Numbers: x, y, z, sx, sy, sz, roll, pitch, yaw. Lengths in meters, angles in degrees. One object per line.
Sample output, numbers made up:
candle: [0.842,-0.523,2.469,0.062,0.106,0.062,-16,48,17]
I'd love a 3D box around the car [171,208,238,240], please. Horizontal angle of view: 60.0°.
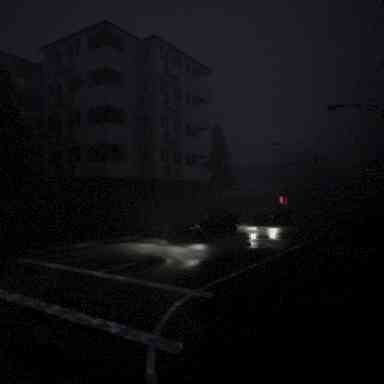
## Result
car: [0.833,1.685,18.605,1.882,1.535,5.008,-1,-1,34]

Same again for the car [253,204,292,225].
car: [6.683,1.758,27.312,1.882,1.535,5.008,-1,-1,34]
